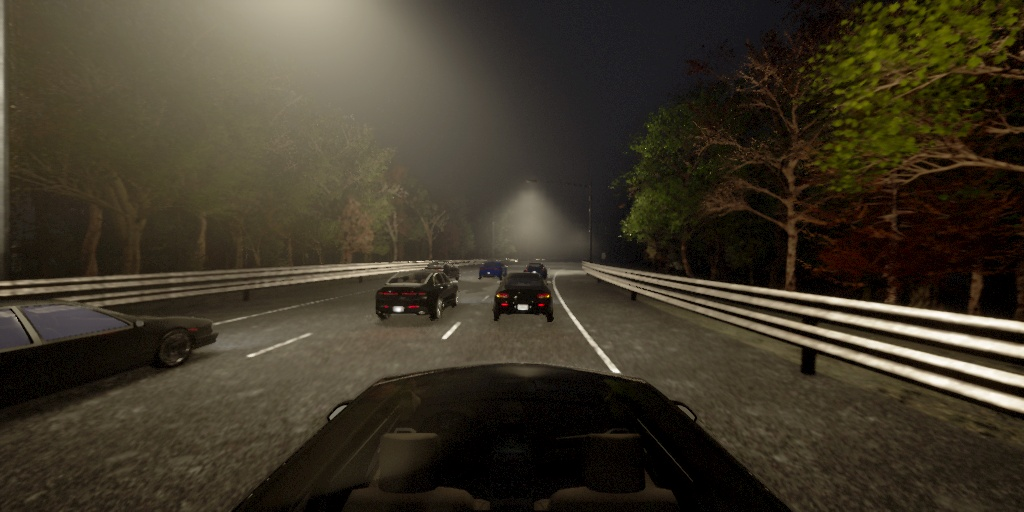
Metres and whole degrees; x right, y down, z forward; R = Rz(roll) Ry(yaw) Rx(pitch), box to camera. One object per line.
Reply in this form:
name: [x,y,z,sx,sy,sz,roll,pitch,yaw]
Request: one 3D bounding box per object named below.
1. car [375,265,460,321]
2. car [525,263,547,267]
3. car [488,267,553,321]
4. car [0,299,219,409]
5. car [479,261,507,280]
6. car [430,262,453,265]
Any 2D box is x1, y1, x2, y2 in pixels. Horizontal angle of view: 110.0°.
car: [-3.078,1.240,12.478,1.837,1.490,4.892,0,0,3]
car: [2.113,1.304,31.773,1.994,1.385,4.181,0,0,7]
car: [0.404,1.271,12.335,1.812,1.442,4.674,0,0,2]
car: [-6.841,1.282,4.686,2.033,1.411,5.357,0,0,1]
car: [-1.549,1.201,30.793,1.882,1.535,5.008,0,0,7]
car: [-5.393,1.200,27.899,2.128,1.511,4.902,0,0,6]
